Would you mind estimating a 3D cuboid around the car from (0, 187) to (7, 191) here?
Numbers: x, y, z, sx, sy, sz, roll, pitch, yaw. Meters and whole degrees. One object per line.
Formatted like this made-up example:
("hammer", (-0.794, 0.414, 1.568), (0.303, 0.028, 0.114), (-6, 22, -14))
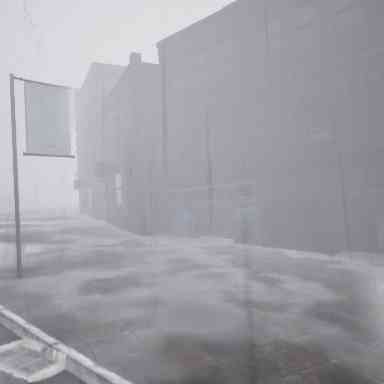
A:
("car", (-47.447, -0.645, 79.379), (2.231, 1.521, 4.892), (-4, -3, 5))
